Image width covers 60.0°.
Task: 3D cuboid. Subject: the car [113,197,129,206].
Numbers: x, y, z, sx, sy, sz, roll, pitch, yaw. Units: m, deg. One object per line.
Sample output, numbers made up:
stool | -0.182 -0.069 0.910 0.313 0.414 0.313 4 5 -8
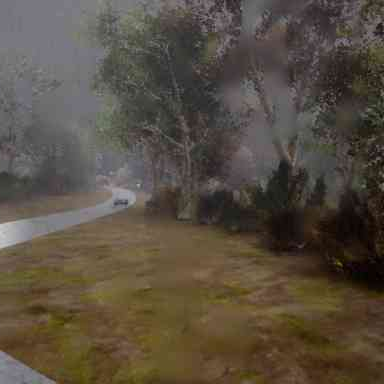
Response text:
car | -10.906 1.436 51.492 1.895 1.301 4.718 -1 1 -5
